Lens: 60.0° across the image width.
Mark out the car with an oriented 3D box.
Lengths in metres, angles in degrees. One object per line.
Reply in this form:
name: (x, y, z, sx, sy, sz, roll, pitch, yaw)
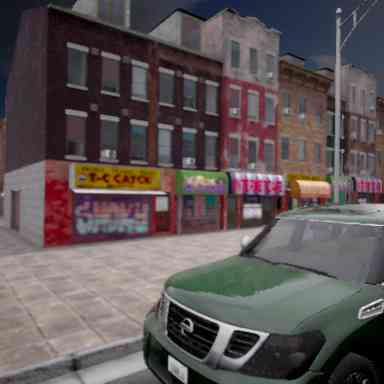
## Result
car: (2.117, 1.219, 4.566, 5.566, 2.045, 2.150, 0, 0, -36)
